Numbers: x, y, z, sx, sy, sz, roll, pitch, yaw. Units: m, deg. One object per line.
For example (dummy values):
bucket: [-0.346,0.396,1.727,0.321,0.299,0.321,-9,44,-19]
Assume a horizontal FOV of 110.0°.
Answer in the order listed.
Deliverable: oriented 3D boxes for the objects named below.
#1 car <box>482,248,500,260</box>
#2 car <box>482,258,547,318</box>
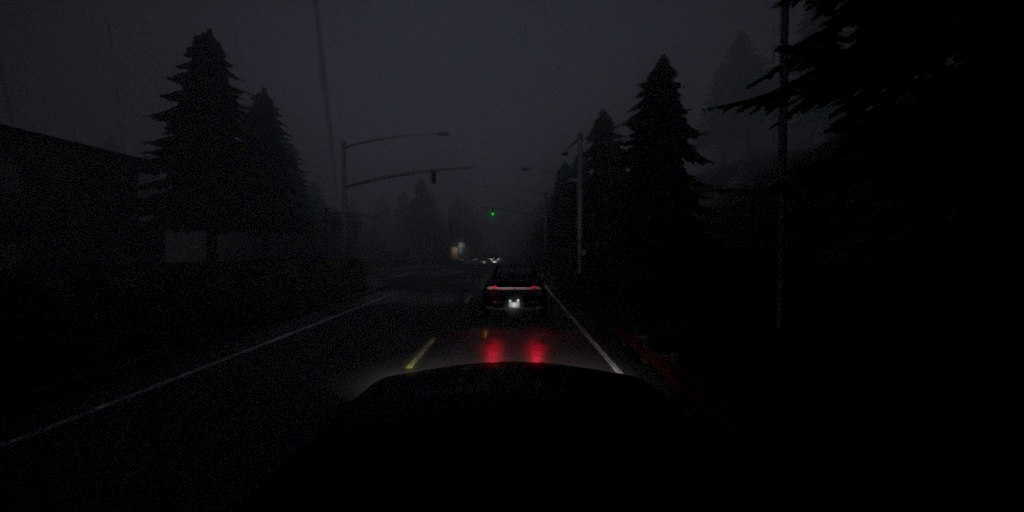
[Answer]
car: [-3.546,-0.333,58.119,2.150,2.045,5.566,0,2,1]
car: [0.077,1.009,11.779,2.128,1.511,4.902,0,1,0]
